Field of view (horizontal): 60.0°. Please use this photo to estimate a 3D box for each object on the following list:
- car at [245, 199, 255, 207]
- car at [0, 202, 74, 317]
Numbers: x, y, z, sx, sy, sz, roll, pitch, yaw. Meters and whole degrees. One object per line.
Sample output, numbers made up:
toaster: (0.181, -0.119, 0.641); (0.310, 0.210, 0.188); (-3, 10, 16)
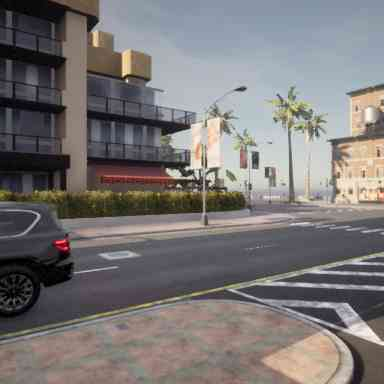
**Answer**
car: (7.027, 1.488, 48.496); (2.128, 1.511, 4.902); (0, 0, -35)
car: (-5.041, 1.222, 5.922); (5.566, 2.045, 2.150); (0, 0, -35)
